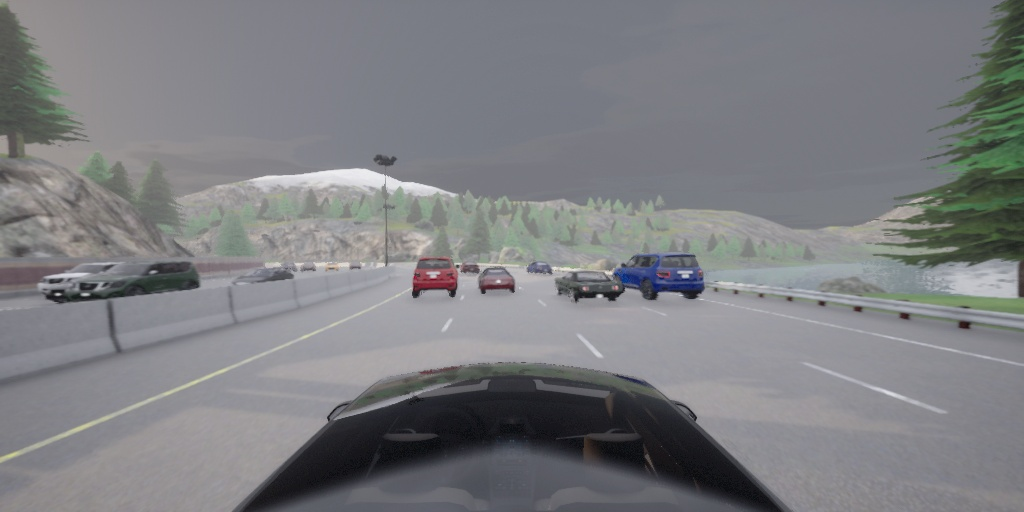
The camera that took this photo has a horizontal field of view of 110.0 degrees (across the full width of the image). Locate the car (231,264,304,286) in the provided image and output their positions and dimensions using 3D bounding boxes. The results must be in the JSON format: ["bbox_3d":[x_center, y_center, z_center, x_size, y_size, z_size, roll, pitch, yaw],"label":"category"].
[{"bbox_3d":[-15.585,1.518,22.708,2.128,1.511,4.902,-1,0,-8],"label":"car"}]

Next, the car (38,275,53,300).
[{"bbox_3d":[-22.241,1.630,19.730,1.837,1.490,4.892,-1,0,-7],"label":"car"}]

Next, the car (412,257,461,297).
[{"bbox_3d":[-4.125,1.067,19.805,2.150,2.045,5.566,0,0,-8],"label":"car"}]

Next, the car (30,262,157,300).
[{"bbox_3d":[-26.210,1.414,22.898,2.150,2.045,5.566,-1,0,-9],"label":"car"}]

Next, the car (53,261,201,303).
[{"bbox_3d":[-18.488,1.282,17.995,2.150,2.045,5.566,-1,0,-7],"label":"car"}]

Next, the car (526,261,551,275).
[{"bbox_3d":[2.950,1.296,39.528,1.812,1.442,4.674,0,0,-14],"label":"car"}]

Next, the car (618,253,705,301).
[{"bbox_3d":[6.670,0.896,17.036,2.150,2.045,5.566,0,0,-6],"label":"car"}]

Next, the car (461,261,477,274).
[{"bbox_3d":[-5.318,1.383,43.931,1.882,1.535,5.008,0,0,-16],"label":"car"}]

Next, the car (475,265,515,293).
[{"bbox_3d":[-1.015,1.364,21.561,1.994,1.385,4.181,-1,0,-8],"label":"car"}]

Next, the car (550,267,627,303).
[{"bbox_3d":[3.282,1.326,16.502,1.895,1.301,4.718,-1,0,-6],"label":"car"}]

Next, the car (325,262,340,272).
[{"bbox_3d":[-29.222,1.773,58.383,1.882,1.535,5.008,-1,0,-23],"label":"car"}]
